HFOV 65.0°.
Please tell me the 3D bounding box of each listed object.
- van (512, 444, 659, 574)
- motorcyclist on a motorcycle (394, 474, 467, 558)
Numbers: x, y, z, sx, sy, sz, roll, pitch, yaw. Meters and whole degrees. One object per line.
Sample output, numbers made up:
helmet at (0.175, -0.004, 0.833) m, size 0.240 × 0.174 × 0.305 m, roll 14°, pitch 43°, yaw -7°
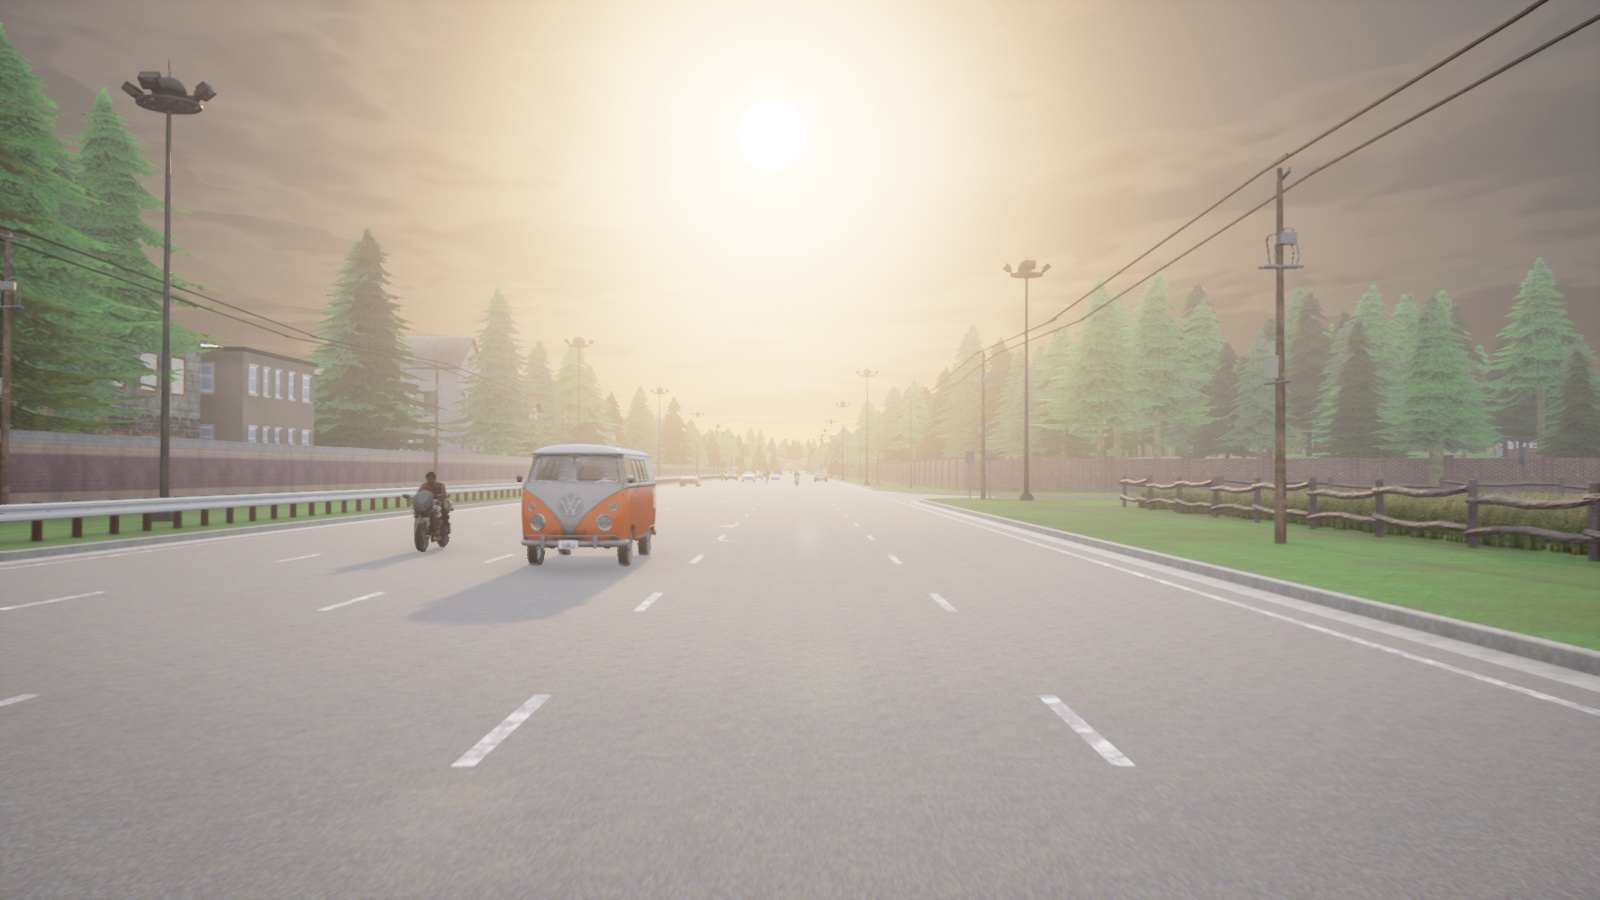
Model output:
van at (-3.553, 0.942, 21.537) m, size 1.775 × 1.987 × 4.442 m, roll 0°, pitch -1°, yaw 0°
motorcyclist on a motorcycle at (-7.058, 1.228, 24.076) m, size 0.797 × 1.523 × 2.044 m, roll 0°, pitch -1°, yaw 0°
